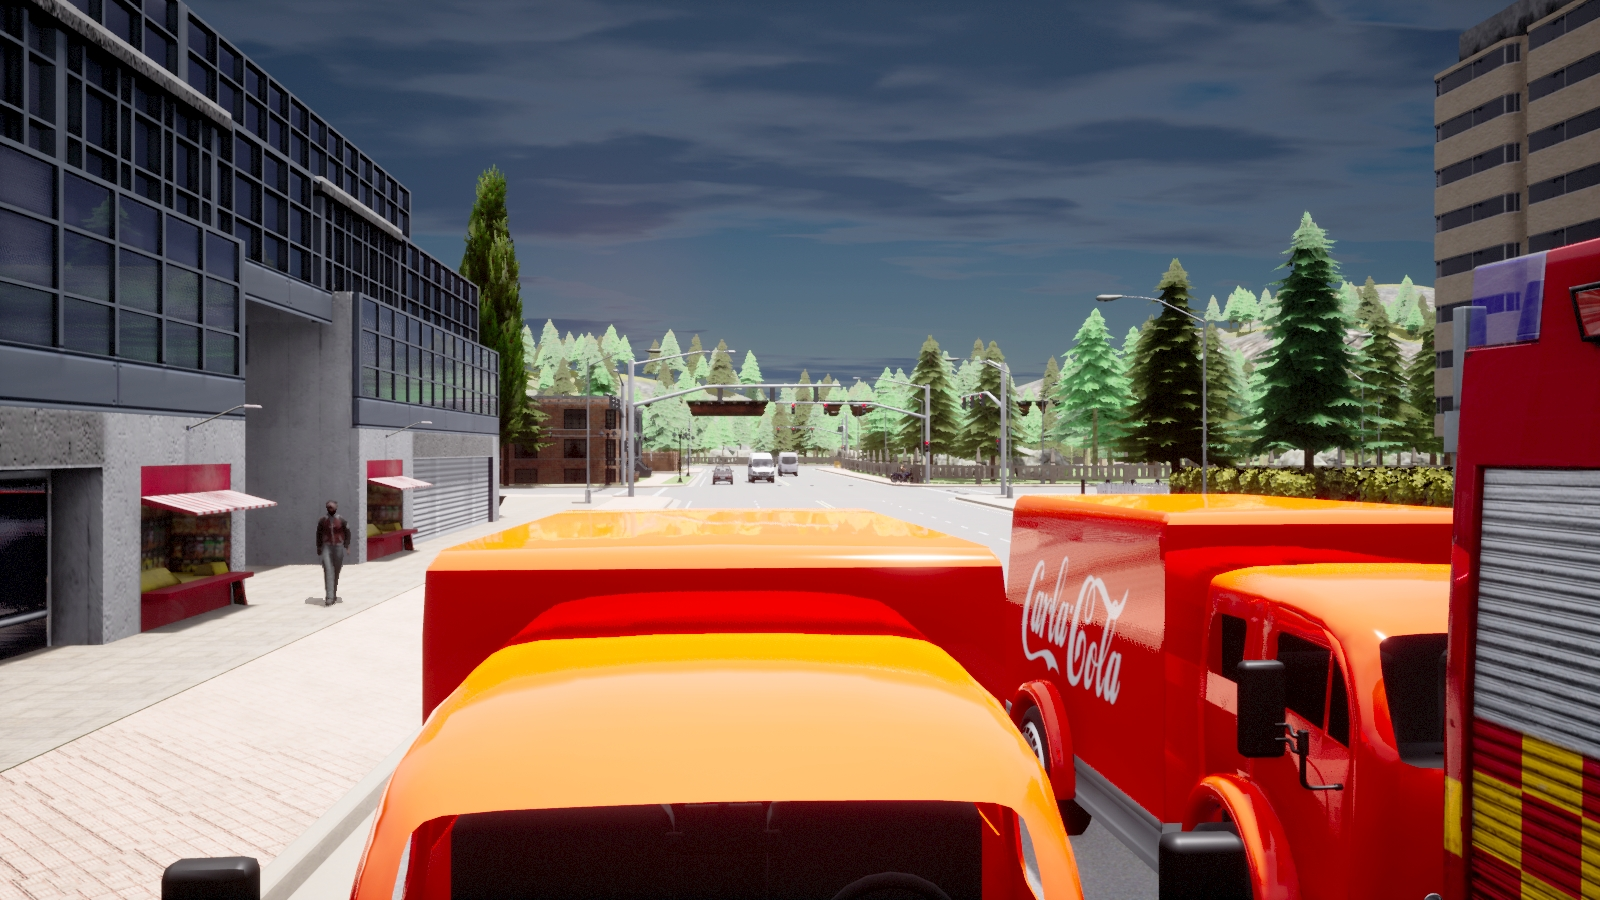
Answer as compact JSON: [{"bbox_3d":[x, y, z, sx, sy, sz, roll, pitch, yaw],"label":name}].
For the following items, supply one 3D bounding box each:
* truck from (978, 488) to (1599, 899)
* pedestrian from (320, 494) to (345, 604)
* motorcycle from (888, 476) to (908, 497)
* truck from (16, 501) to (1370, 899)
[{"bbox_3d":[3.003,1.568,7.234,2.627,2.467,5.204,0,0,-4],"label":"truck"},{"bbox_3d":[-8.055,1.698,19.677,0.375,1.860,0.375,0,0,-18],"label":"pedestrian"},{"bbox_3d":[5.944,2.205,69.519,0.867,1.251,2.209,0,0,-4],"label":"motorcycle"},{"bbox_3d":[-0.347,1.568,4.821,2.627,2.467,5.204,0,0,-4],"label":"truck"}]
